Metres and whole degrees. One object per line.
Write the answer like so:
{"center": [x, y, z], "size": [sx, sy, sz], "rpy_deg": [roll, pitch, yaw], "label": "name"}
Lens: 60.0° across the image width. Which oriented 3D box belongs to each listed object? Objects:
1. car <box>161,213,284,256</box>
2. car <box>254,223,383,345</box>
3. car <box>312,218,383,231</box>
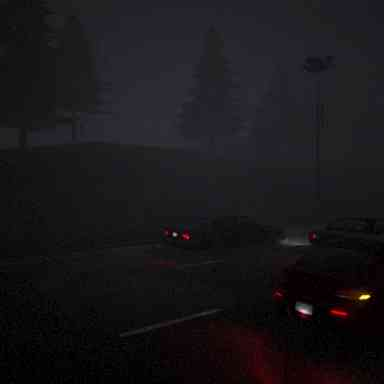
{"center": [1.422, 1.576, 13.368], "size": [5.357, 1.411, 2.033], "rpy_deg": [0, 0, -36], "label": "car"}
{"center": [3.520, 1.541, 6.242], "size": [4.674, 1.442, 1.812], "rpy_deg": [0, 0, -36], "label": "car"}
{"center": [6.635, 1.632, 12.766], "size": [4.718, 1.301, 1.895], "rpy_deg": [0, 0, -36], "label": "car"}
